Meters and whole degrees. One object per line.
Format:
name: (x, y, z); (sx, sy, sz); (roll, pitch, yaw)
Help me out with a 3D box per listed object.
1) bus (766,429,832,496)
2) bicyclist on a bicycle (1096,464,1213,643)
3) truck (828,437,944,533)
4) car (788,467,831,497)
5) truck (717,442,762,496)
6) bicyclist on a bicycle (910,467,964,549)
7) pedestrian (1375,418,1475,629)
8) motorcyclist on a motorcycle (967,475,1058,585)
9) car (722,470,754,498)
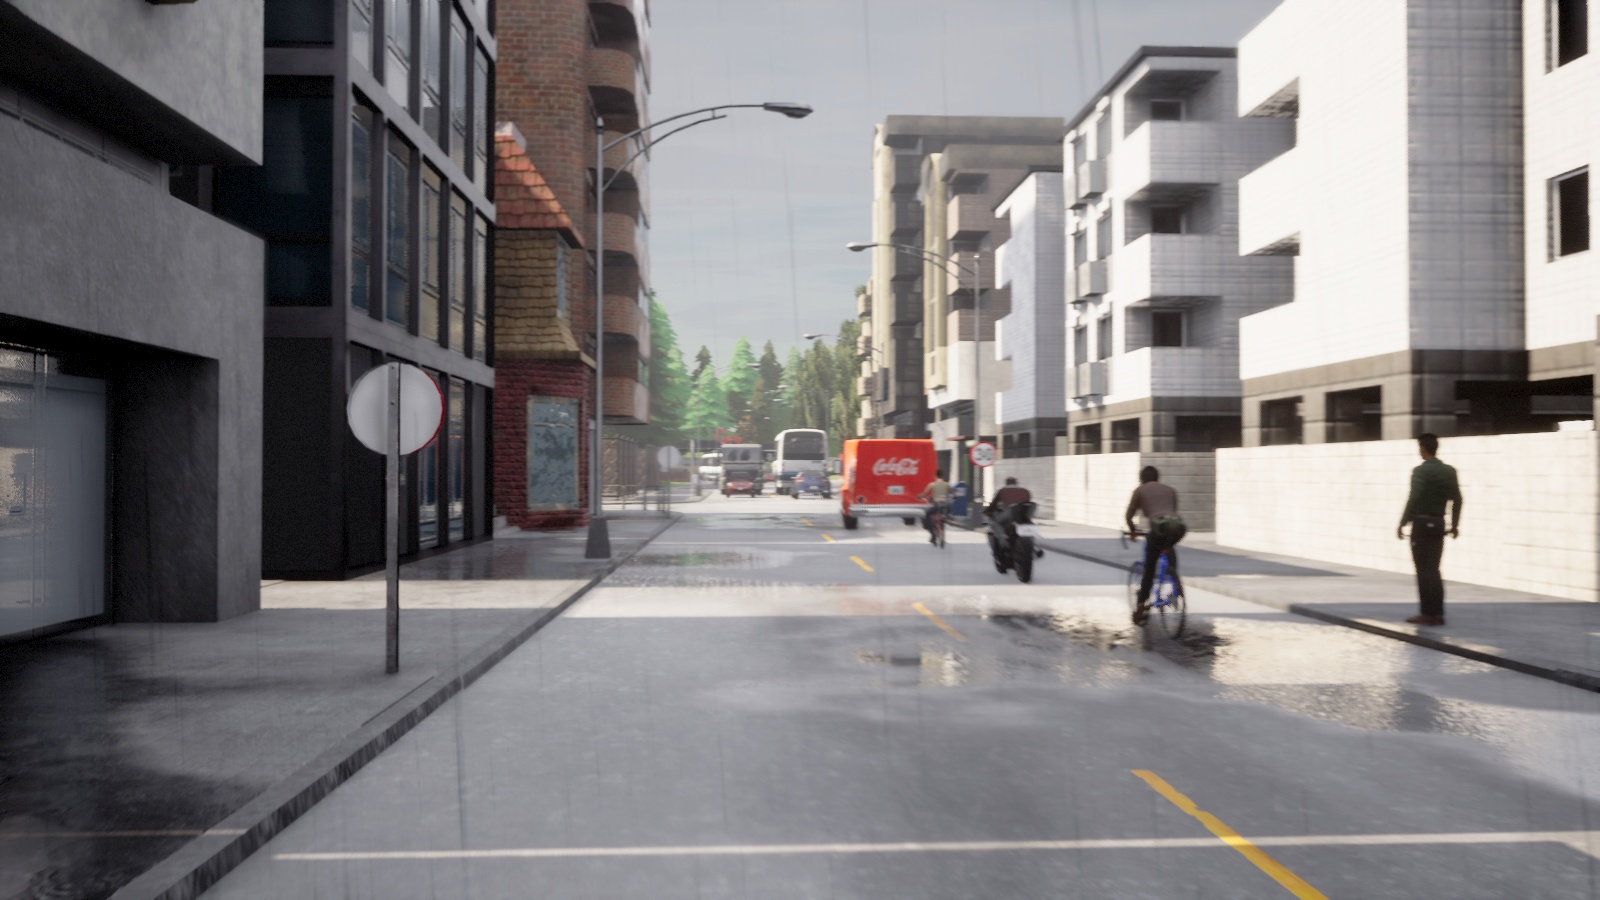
bus: (-0.192, 0.897, 85.327); (3.944, 4.253, 10.273); (0, -1, -3)
bicyclist on a bicycle: (3.422, 0.953, 12.244); (0.582, 1.620, 1.656); (0, -1, -3)
truck: (2.304, 0.924, 35.219); (2.627, 2.467, 5.204); (0, 0, -3)
car: (0.495, 1.818, 71.878); (2.152, 1.651, 5.027); (0, -1, -3)
truck: (-4.166, 1.319, 85.269); (2.891, 3.462, 7.936); (0, -1, -4)
bicyclist on a bicycle: (2.776, 1.170, 25.597); (0.866, 1.612, 1.509); (0, -2, -3)
pedestrian: (5.998, 0.688, 12.075); (0.423, 1.949, 0.788); (0, -1, -15)
motorcyclist on a motorcycle: (3.112, 1.146, 18.650); (0.866, 1.530, 2.191); (0, -1, -3)
car: (-3.676, 2.023, 75.148); (1.851, 1.617, 3.988); (0, -1, -3)
